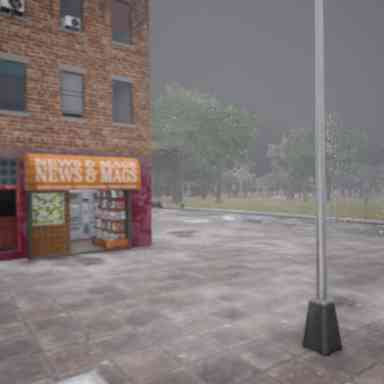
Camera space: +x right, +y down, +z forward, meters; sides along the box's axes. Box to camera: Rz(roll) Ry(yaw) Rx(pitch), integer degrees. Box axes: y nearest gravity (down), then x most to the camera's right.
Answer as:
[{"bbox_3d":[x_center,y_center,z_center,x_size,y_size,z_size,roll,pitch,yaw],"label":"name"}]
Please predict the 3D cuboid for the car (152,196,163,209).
[{"bbox_3d":[-5.925,1.382,45.564,2.097,1.767,4.553,-1,1,-36],"label":"car"}]
